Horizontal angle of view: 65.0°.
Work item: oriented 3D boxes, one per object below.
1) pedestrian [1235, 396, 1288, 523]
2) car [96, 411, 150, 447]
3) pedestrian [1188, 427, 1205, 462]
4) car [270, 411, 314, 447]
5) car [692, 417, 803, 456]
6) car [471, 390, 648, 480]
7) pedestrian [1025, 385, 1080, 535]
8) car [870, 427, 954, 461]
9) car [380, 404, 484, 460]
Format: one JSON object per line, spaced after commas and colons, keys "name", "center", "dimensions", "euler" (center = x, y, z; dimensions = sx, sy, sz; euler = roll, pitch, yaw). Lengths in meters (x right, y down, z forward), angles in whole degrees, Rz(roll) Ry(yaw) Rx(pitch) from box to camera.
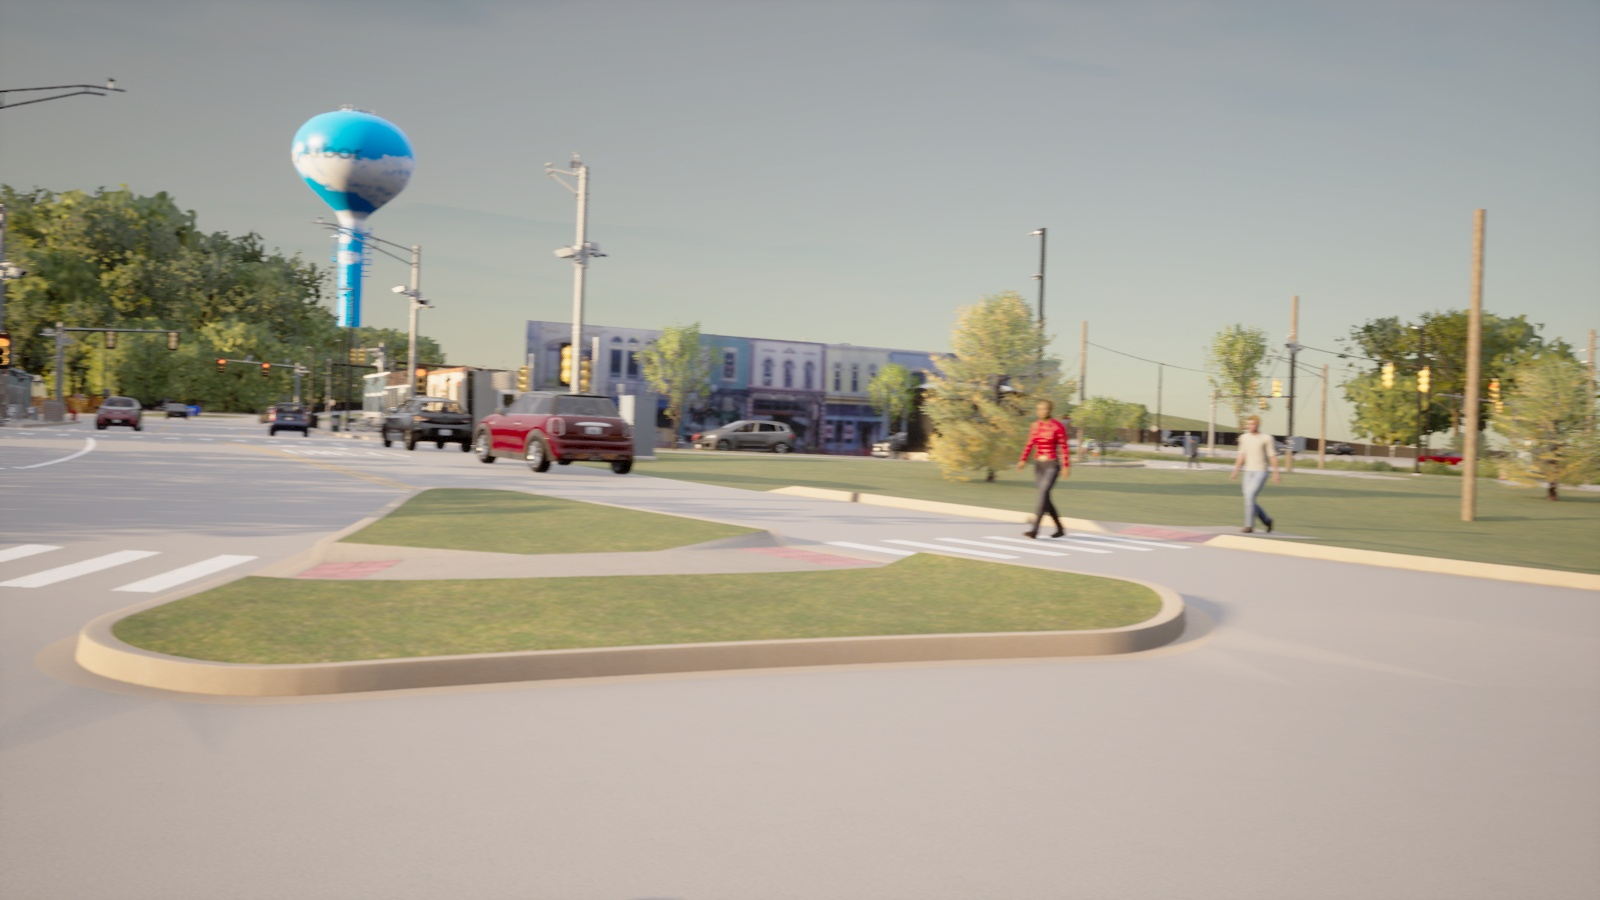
{"name": "pedestrian", "center": [6.829, 0.141, 18.565], "dimensions": [0.706, 1.836, 0.354], "euler": [1, 0, -33]}
{"name": "car", "center": [-30.003, -0.934, 55.707], "dimensions": [1.845, 1.501, 3.633], "euler": [1, 0, -24]}
{"name": "pedestrian", "center": [22.411, -0.319, 70.987], "dimensions": [0.423, 1.949, 0.788], "euler": [1, 0, -25]}
{"name": "car", "center": [-24.061, -0.969, 59.515], "dimensions": [1.851, 1.617, 3.988], "euler": [1, 0, -21]}
{"name": "car", "center": [-2.448, -0.602, 58.229], "dimensions": [4.611, 1.667, 2.242], "euler": [1, 0, -26]}
{"name": "car", "center": [-5.296, -0.367, 27.160], "dimensions": [2.097, 1.767, 4.553], "euler": [1, 2, -34]}
{"name": "pedestrian", "center": [3.188, 0.125, 15.854], "dimensions": [0.636, 1.846, 0.331], "euler": [1, 0, -41]}
{"name": "car", "center": [5.548, -0.282, 62.135], "dimensions": [3.705, 1.549, 1.789], "euler": [1, 0, -26]}
{"name": "car", "center": [-10.405, -0.514, 35.290], "dimensions": [1.816, 1.474, 4.193], "euler": [1, 1, -30]}
